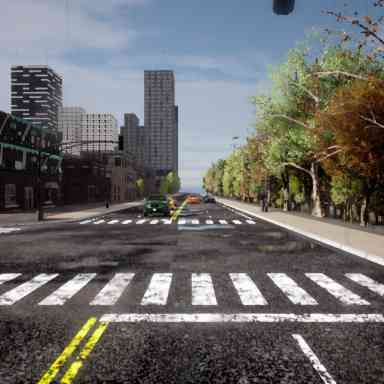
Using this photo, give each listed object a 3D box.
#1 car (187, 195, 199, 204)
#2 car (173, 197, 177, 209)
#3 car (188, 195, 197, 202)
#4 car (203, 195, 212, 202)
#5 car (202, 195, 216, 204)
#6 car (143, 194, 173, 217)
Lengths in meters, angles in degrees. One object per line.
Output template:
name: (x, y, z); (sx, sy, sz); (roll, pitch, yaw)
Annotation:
car: (0.195, 1.328, 63.022); (2.097, 1.767, 4.553); (0, 0, 0)
car: (-3.272, 1.463, 42.267); (1.882, 1.535, 5.008); (0, 0, 0)
car: (0.126, 1.449, 72.843); (1.882, 1.535, 5.008); (0, 0, 0)
car: (3.364, 1.471, 73.109); (1.837, 1.490, 4.892); (0, 0, 0)
car: (3.450, 1.540, 63.153); (1.994, 1.385, 4.181); (0, 0, 0)
car: (-3.293, 1.212, 32.085); (2.150, 2.045, 5.566); (0, 0, 0)
